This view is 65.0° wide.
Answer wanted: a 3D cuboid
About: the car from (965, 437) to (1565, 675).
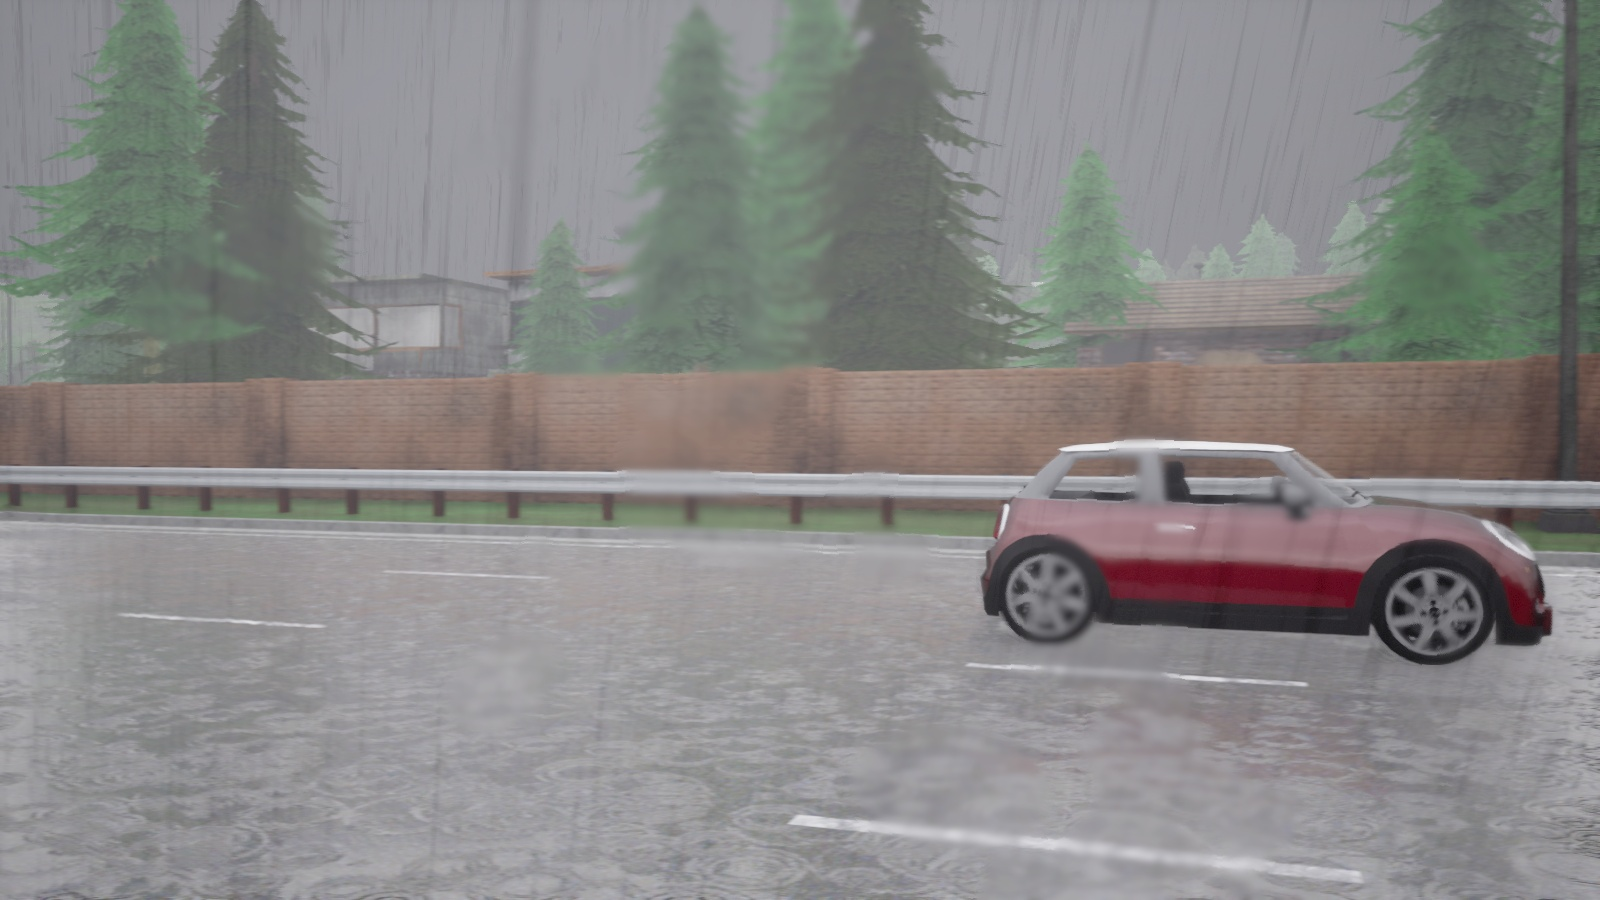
[{"bbox_3d":[3.324,0.654,9.460,3.806,1.475,1.970,1,1,19],"label":"car"}]
